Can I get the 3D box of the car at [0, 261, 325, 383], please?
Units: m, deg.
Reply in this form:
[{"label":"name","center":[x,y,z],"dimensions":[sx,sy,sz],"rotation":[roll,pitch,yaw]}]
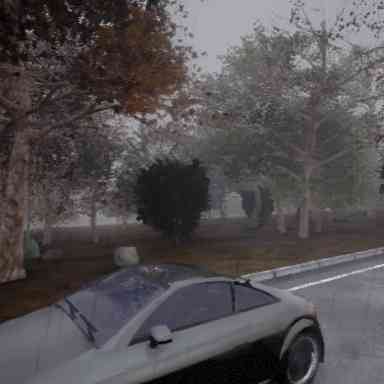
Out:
[{"label":"car","center":[-0.429,1.563,3.685],"dimensions":[4.181,1.385,1.994],"rotation":[0,0,-36]}]
